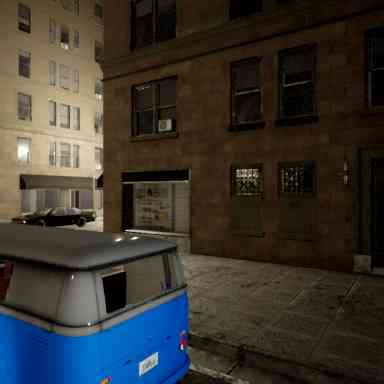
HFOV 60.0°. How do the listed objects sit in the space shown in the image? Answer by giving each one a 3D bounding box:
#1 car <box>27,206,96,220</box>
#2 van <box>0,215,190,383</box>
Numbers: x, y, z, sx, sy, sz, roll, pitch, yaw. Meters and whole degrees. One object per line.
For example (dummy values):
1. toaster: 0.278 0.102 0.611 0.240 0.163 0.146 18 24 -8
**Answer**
1. car: -8.771 1.626 21.486 2.033 1.411 5.357 0 0 33
2. van: -1.948 1.341 4.074 3.998 1.788 1.690 0 0 33
